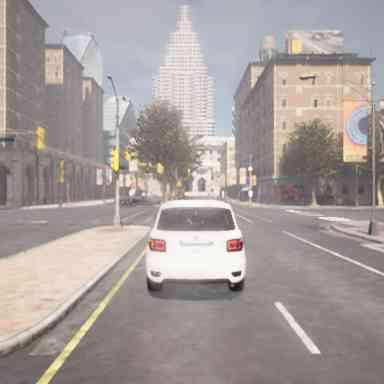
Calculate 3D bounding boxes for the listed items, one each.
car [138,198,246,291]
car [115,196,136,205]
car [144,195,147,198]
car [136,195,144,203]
[{"bbox_3d":[0.075,1.221,9.154,2.150,2.045,5.566,0,0,0],"label":"car"},{"bbox_3d":[-11.736,1.500,58.616,1.837,1.490,4.892,0,0,0],"label":"car"},{"bbox_3d":[-11.744,1.494,78.851,1.837,1.490,4.892,0,0,0],"label":"car"},{"bbox_3d":[-11.712,1.590,68.670,1.895,1.301,4.718,0,0,0],"label":"car"}]
